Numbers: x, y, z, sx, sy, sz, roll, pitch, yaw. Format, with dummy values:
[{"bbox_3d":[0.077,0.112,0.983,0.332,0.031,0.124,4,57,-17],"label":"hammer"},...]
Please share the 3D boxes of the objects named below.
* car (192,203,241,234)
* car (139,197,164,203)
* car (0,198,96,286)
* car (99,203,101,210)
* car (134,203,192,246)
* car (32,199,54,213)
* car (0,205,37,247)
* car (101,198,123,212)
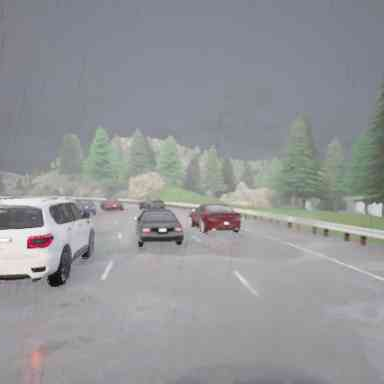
[{"bbox_3d":[1.147,1.376,18.695,1.882,1.535,5.008,0,0,-12],"label":"car"},{"bbox_3d":[-4.360,1.315,35.279,2.128,1.511,4.902,0,0,-24],"label":"car"},{"bbox_3d":[-4.226,1.181,9.272,2.150,2.045,5.566,0,0,-7],"label":"car"},{"bbox_3d":[-10.292,1.403,31.663,2.033,1.411,5.357,0,0,-23],"label":"car"},{"bbox_3d":[-1.585,1.472,14.996,2.033,1.411,5.357,0,0,-11],"label":"car"},{"bbox_3d":[-15.894,1.448,35.310,1.895,1.301,4.718,0,0,-27],"label":"car"},{"bbox_3d":[-8.854,1.441,15.474,1.837,1.490,4.892,0,0,-11],"label":"car"},{"bbox_3d":[-9.021,1.388,37.010,1.994,1.385,4.181,0,0,-25],"label":"car"}]
